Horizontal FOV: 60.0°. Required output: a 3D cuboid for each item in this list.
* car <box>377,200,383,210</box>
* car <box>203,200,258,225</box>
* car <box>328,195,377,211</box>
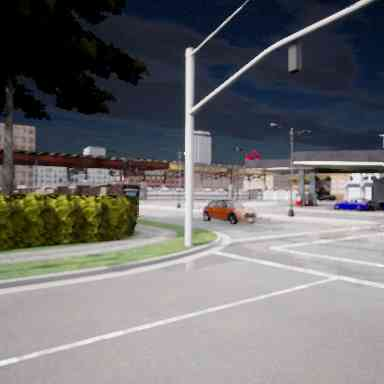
[{"bbox_3d":[24.937,1.814,46.898,1.970,1.475,3.806,1,0,-35],"label":"car"},{"bbox_3d":[2.864,1.400,25.339,2.097,1.767,4.553,1,0,-35],"label":"car"},{"bbox_3d":[20.674,1.609,42.974,2.242,1.667,4.611,1,0,-35],"label":"car"}]
